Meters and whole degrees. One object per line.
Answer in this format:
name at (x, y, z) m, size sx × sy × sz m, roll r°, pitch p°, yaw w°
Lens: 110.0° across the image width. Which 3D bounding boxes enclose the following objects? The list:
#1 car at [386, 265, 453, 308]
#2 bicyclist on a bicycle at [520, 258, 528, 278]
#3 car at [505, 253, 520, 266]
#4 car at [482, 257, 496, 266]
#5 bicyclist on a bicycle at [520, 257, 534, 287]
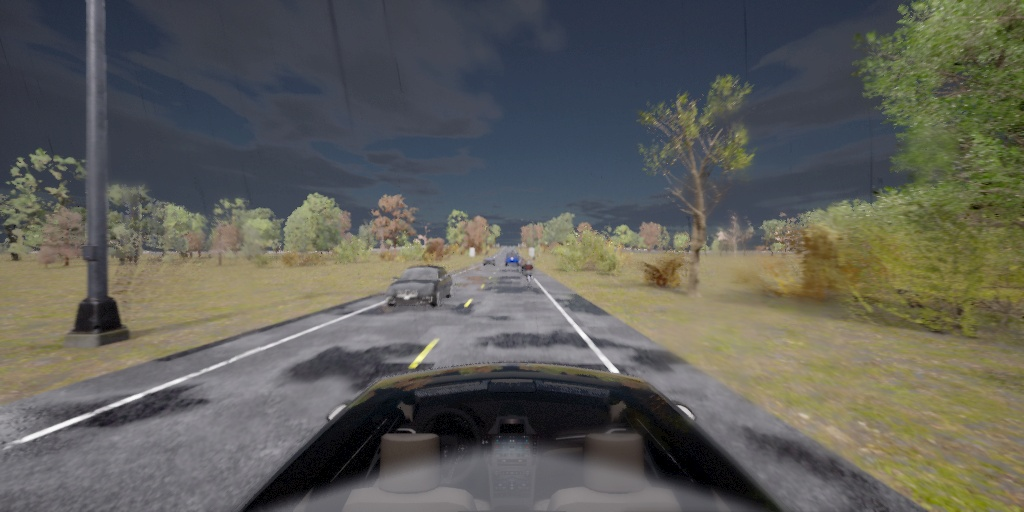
car at (-3.602, 1.147, 14.723) m, size 1.837 × 1.490 × 4.892 m, roll 0°, pitch 1°, yaw 0°
bicyclist on a bicycle at (0.950, 0.974, 29.363) m, size 0.582 × 1.620 × 1.656 m, roll 0°, pitch 0°, yaw 0°
car at (0.037, 0.504, 58.166) m, size 2.150 × 2.045 × 5.566 m, roll 0°, pitch 1°, yaw 0°
car at (-3.550, 0.845, 56.531) m, size 2.033 × 1.411 × 5.357 m, roll 0°, pitch 0°, yaw 1°
bicyclist on a bicycle at (0.952, 0.964, 20.674) m, size 0.659 × 1.776 × 1.843 m, roll 0°, pitch 1°, yaw 0°
